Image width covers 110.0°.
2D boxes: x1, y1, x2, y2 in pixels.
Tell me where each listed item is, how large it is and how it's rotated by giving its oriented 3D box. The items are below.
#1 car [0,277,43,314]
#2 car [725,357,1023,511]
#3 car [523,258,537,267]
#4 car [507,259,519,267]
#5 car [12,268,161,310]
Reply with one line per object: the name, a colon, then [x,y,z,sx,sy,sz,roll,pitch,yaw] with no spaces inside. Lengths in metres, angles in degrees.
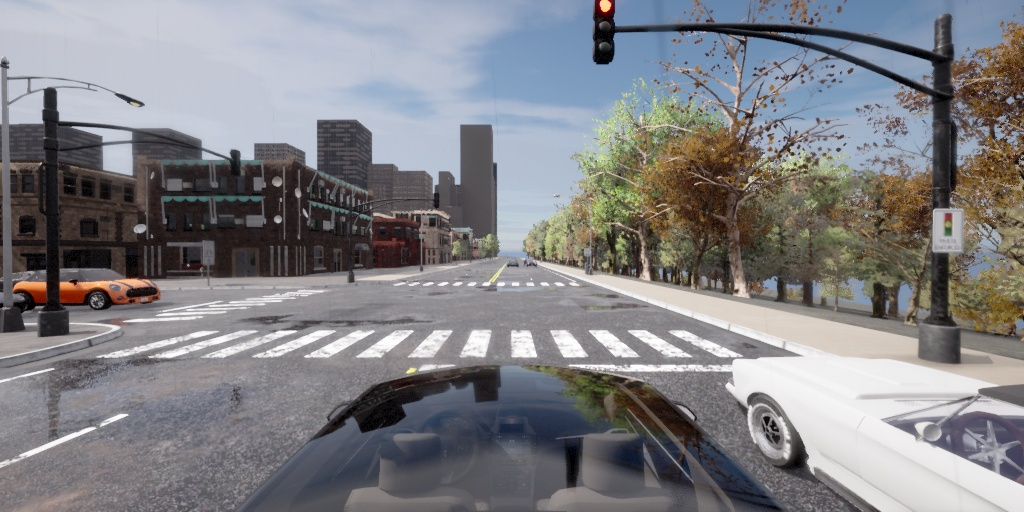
car: [-19.936,1.565,12.562,4.313,1.339,1.948,0,0,0]
car: [3.350,1.351,1.913,1.895,1.301,4.718,0,0,0]
car: [3.420,1.327,63.698,1.895,1.301,4.718,0,0,0]
car: [0.158,1.290,63.420,1.994,1.385,4.181,0,0,1]
car: [-17.966,1.301,15.296,4.553,1.767,2.097,-1,1,-1]
